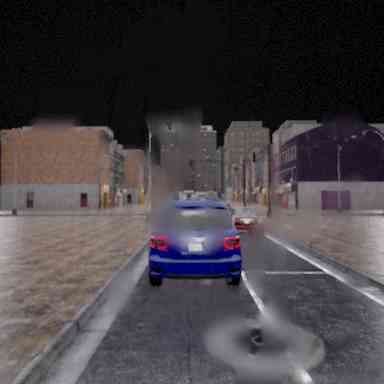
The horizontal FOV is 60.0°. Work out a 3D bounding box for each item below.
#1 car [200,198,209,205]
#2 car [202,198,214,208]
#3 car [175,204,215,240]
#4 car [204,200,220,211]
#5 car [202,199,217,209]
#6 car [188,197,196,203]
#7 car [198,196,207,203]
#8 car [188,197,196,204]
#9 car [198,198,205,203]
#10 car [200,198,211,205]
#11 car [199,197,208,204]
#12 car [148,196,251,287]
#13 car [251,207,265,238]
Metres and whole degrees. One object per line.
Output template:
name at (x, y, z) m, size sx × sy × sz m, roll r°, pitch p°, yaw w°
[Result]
car at (2.627, 1.950, 72.147) m, size 1.752 × 1.417 × 4.829 m, roll 1°, pitch -1°, yaw 0°
car at (2.635, 1.788, 55.834) m, size 1.752 × 1.417 × 4.829 m, roll 1°, pitch -1°, yaw 0°
car at (0.091, 1.524, 18.227) m, size 1.882 × 1.535 × 5.008 m, roll 0°, pitch 0°, yaw -1°
car at (2.639, 1.741, 44.791) m, size 1.947 × 1.339 × 4.313 m, roll 1°, pitch 0°, yaw 0°
car at (2.636, 1.782, 50.228) m, size 1.947 × 1.339 × 4.313 m, roll 1°, pitch -1°, yaw 0°
car at (-0.033, 2.004, 85.349) m, size 1.895 × 1.301 × 4.718 m, roll 0°, pitch -1°, yaw 0°
car at (2.626, 1.861, 82.855) m, size 2.192 × 1.841 × 5.009 m, roll 1°, pitch -1°, yaw 0°
car at (-0.029, 1.946, 74.891) m, size 1.837 × 1.490 × 4.892 m, roll 0°, pitch -1°, yaw 0°
car at (2.616, 2.264, 93.727) m, size 1.802 × 1.307 × 4.206 m, roll 1°, pitch -1°, yaw 0°
car at (2.628, 1.931, 66.540) m, size 1.947 × 1.339 × 4.313 m, roll 1°, pitch -1°, yaw 0°
car at (2.624, 2.010, 77.585) m, size 1.752 × 1.417 × 4.829 m, roll 1°, pitch -1°, yaw 0°
car at (0.046, 1.242, 9.552) m, size 2.150 × 2.045 × 5.566 m, roll 0°, pitch 0°, yaw -1°
car at (2.655, 1.486, 18.045) m, size 1.967 × 1.590 × 4.097 m, roll 2°, pitch 0°, yaw 0°
